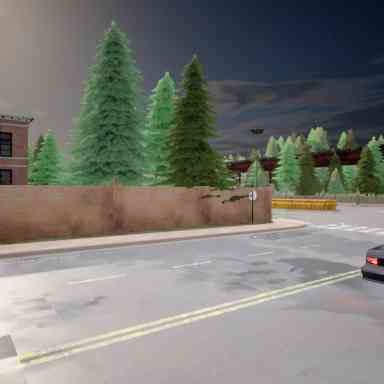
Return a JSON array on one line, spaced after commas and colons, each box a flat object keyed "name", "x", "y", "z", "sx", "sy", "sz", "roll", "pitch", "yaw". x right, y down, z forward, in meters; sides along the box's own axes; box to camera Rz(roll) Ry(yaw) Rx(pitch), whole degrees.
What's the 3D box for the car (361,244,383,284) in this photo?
[{"name": "car", "x": 6.322, "y": 1.549, "z": 8.238, "sx": 5.357, "sy": 1.411, "sz": 2.033, "roll": 0, "pitch": 0, "yaw": -35}]
